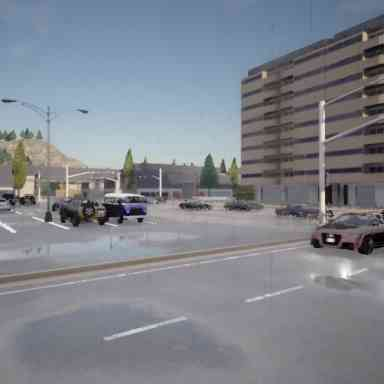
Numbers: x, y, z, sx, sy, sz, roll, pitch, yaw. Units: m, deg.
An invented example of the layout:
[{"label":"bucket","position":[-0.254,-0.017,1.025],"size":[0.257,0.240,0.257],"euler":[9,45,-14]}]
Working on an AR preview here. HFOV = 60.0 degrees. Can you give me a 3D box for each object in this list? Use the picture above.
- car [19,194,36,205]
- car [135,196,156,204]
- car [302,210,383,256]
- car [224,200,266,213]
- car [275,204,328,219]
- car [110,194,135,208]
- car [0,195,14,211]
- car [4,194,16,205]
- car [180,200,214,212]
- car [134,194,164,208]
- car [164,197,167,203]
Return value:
[{"label":"car","position":[-27.334,1.206,55.301],"size":[1.932,1.855,4.605],"euler":[0,0,-35]},{"label":"car","position":[-9.354,1.537,66.509],"size":[2.128,1.511,4.902],"euler":[0,0,-35]},{"label":"car","position":[6.601,1.560,13.305],"size":[4.181,1.385,1.994],"euler":[0,0,-38]},{"label":"car","position":[5.983,1.594,38.545],"size":[2.033,1.411,5.357],"euler":[0,0,-35]},{"label":"car","position":[9.357,1.649,27.741],"size":[1.895,1.301,4.718],"euler":[0,0,-35]},{"label":"car","position":[-11.995,1.563,57.963],"size":[1.837,1.490,4.892],"euler":[0,0,-35]},{"label":"car","position":[-21.872,1.450,37.844],"size":[1.970,1.475,3.806],"euler":[0,0,-35]},{"label":"car","position":[-29.731,1.209,53.677],"size":[1.905,1.878,3.866],"euler":[0,0,-35]},{"label":"car","position":[0.508,1.649,40.209],"size":[1.895,1.301,4.718],"euler":[0,0,-35]},{"label":"car","position":[-7.492,1.539,57.616],"size":[2.128,1.511,4.902],"euler":[0,0,-35]},{"label":"car","position":[-7.042,1.536,69.299],"size":[2.128,1.511,4.902],"euler":[0,0,-35]}]
